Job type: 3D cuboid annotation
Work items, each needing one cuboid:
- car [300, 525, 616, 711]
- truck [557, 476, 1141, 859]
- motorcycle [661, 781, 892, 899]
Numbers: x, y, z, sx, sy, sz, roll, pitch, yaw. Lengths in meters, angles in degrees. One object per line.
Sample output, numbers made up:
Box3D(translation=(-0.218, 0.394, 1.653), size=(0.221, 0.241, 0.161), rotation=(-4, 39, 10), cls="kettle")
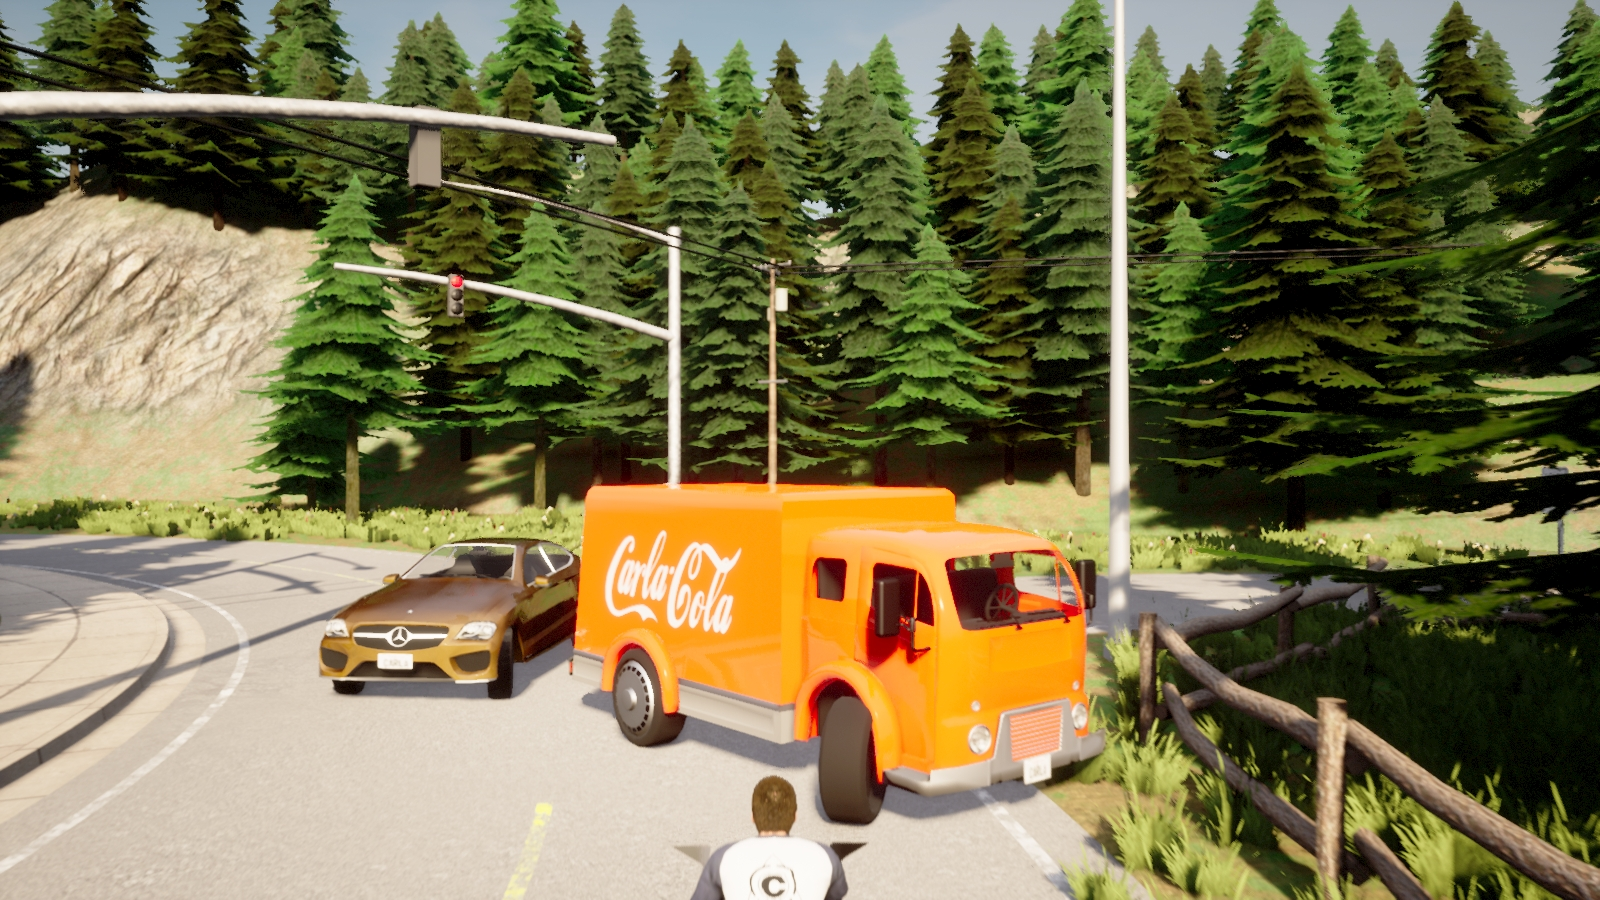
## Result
Box3D(translation=(-4.110, 1.970, 14.850), size=(2.152, 1.651, 5.027), rotation=(0, 0, 6), cls="car")
Box3D(translation=(0.149, 1.542, 10.599), size=(2.627, 2.467, 5.204), rotation=(0, 0, -39), cls="truck")
Box3D(translation=(-0.100, 2.159, 4.355), size=(0.803, 1.199, 2.033), rotation=(0, 0, -3), cls="motorcycle")
